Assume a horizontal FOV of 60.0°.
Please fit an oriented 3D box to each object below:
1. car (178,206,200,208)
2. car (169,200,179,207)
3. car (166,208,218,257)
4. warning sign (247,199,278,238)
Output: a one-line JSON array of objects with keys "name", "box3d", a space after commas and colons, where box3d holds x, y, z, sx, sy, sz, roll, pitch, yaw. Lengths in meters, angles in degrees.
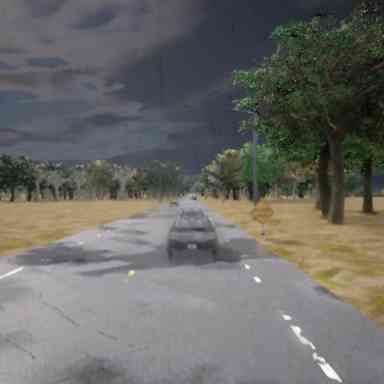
[{"name": "car", "box3d": [0.028, 1.901, 28.294, 1.895, 1.301, 4.718, 0, -1, 0]}, {"name": "car", "box3d": [-3.491, 2.287, 65.411, 1.895, 1.301, 4.718, 0, -1, 0]}, {"name": "car", "box3d": [0.026, 1.637, 13.526, 2.128, 1.511, 4.902, 0, 0, 1]}, {"name": "warning sign", "box3d": [3.534, 1.294, 16.727, 1.300, 1.860, 1.060, -1, -2, 0]}]
